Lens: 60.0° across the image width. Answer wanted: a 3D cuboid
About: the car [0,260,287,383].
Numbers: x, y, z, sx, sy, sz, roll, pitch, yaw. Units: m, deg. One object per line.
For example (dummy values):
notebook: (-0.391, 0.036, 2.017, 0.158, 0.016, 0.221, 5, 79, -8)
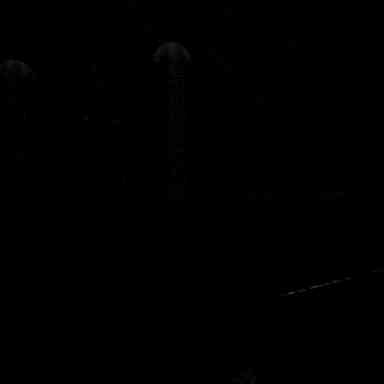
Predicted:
car: (-1.258, 1.489, 3.094, 5.008, 1.535, 1.882, 1, -1, -35)
